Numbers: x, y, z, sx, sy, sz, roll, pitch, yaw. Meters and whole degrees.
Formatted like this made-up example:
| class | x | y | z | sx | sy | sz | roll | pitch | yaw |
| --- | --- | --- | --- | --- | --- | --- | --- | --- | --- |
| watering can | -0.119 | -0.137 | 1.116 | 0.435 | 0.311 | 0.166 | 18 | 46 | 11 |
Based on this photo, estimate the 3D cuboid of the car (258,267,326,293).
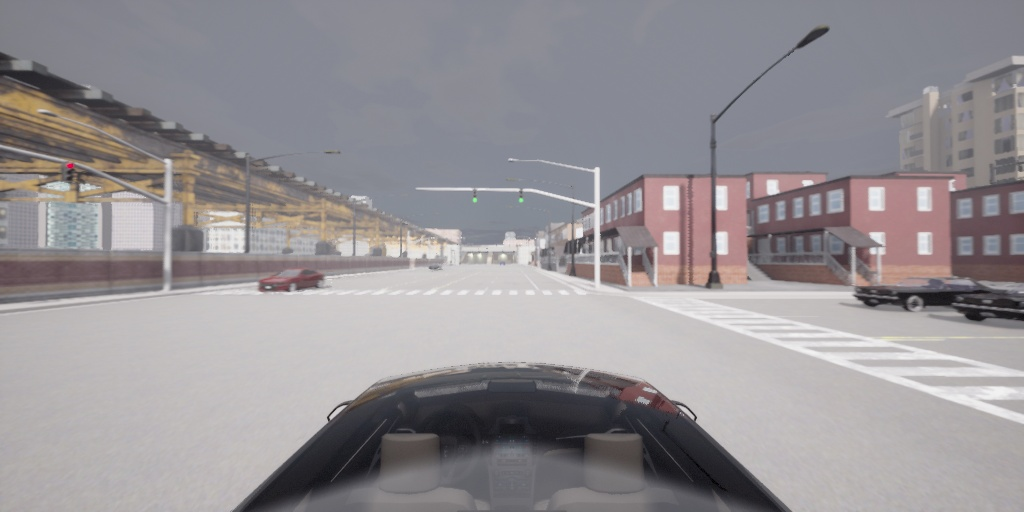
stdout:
| class | x | y | z | sx | sy | sz | roll | pitch | yaw |
| --- | --- | --- | --- | --- | --- | --- | --- | --- | --- |
| car | -13.992 | 1.518 | 23.065 | 1.882 | 1.535 | 5.008 | 0 | 0 | 0 |

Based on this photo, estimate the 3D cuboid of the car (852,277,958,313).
| class | x | y | z | sx | sy | sz | roll | pitch | yaw |
| --- | --- | --- | --- | --- | --- | --- | --- | --- | --- |
| car | 16.671 | 1.493 | 14.340 | 4.718 | 1.301 | 1.895 | 0 | -1 | 1 |

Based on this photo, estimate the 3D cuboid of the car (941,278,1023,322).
| class | x | y | z | sx | sy | sz | roll | pitch | yaw |
| --- | --- | --- | --- | --- | --- | --- | --- | --- | --- |
| car | 16.549 | 1.453 | 10.835 | 4.718 | 1.301 | 1.895 | 0 | -1 | 0 |
